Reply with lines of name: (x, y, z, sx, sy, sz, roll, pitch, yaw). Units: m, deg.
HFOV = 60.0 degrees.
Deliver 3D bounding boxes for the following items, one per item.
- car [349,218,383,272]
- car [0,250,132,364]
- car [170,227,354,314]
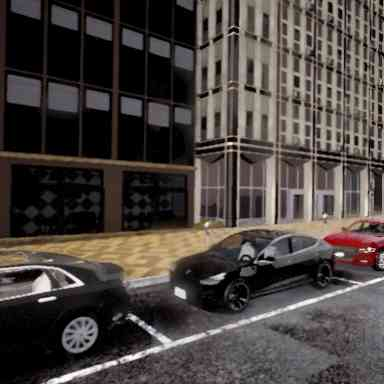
car: (6.095, 1.544, 10.891, 4.507, 1.381, 1.887, 0, 1, -35)
car: (-2.982, 1.551, 4.415, 4.403, 1.369, 2.008, 0, 1, -35)
car: (1.557, 1.566, 7.653, 4.313, 1.339, 1.947, 0, 1, -35)
